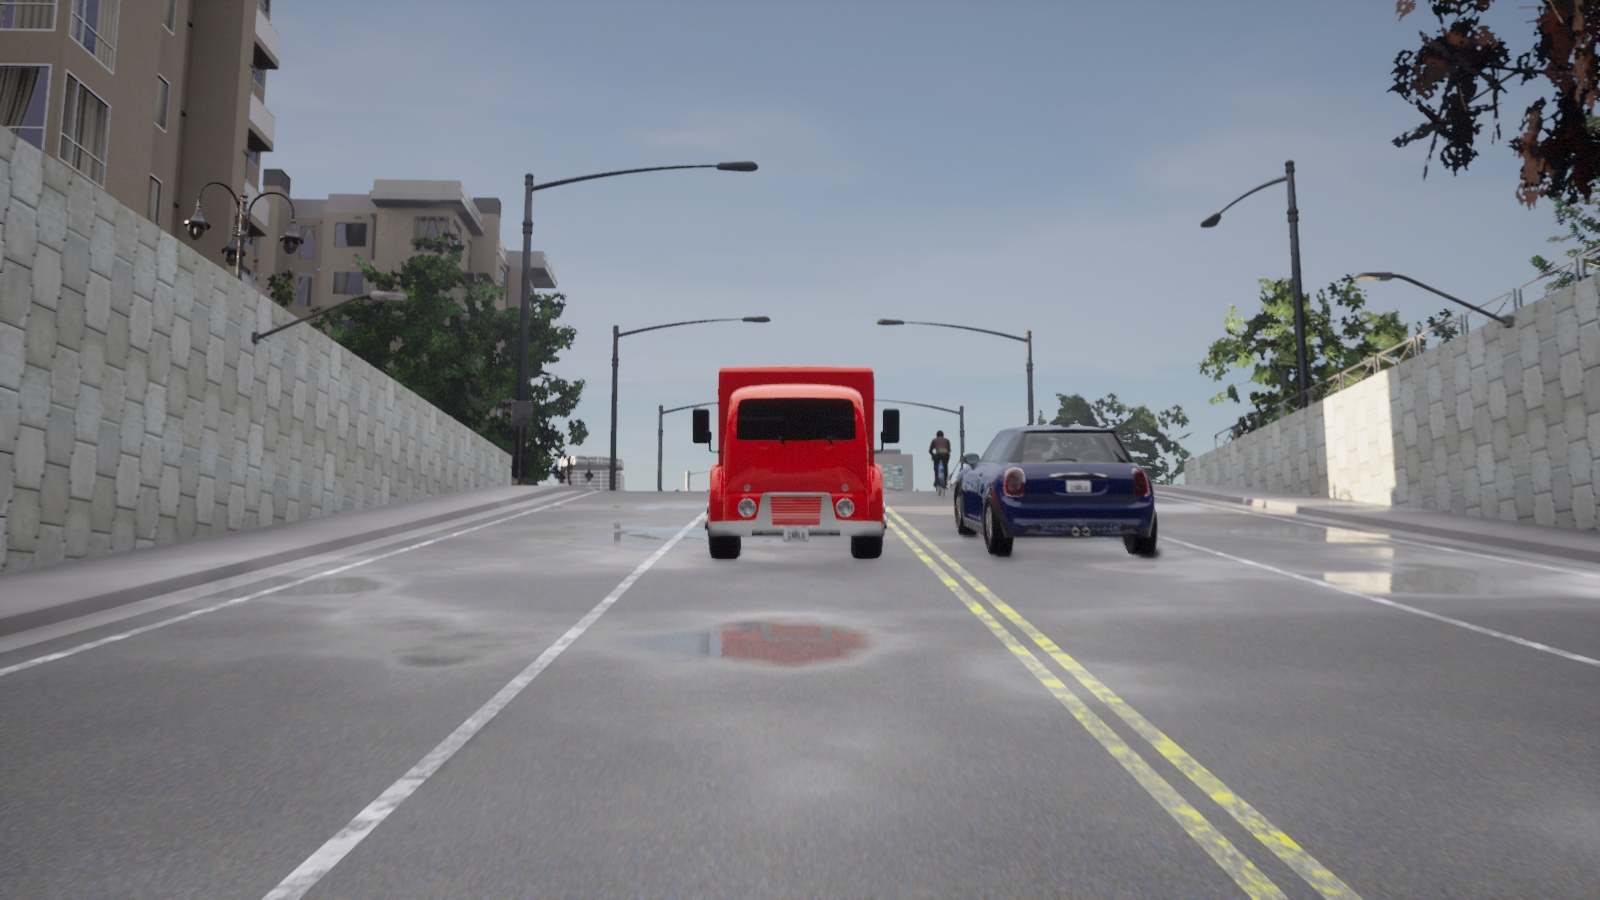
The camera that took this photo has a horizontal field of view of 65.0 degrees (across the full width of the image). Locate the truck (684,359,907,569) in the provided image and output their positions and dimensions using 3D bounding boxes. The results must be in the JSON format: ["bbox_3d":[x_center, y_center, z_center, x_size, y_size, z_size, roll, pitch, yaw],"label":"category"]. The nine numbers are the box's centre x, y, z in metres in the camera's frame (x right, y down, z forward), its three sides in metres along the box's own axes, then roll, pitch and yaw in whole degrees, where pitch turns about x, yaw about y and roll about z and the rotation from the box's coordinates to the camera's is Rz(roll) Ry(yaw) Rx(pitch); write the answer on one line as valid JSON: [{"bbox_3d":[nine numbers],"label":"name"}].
[{"bbox_3d":[-0.056,0.108,17.525,2.627,2.467,5.204,-1,1,0],"label":"truck"}]

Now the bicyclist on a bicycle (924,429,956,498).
[{"bbox_3d":[3.410,0.310,30.625,0.582,1.620,1.656,-1,0,0],"label":"bicyclist on a bicycle"}]

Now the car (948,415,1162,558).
[{"bbox_3d":[3.445,0.417,17.919,2.097,1.767,4.553,-1,1,0],"label":"car"}]
